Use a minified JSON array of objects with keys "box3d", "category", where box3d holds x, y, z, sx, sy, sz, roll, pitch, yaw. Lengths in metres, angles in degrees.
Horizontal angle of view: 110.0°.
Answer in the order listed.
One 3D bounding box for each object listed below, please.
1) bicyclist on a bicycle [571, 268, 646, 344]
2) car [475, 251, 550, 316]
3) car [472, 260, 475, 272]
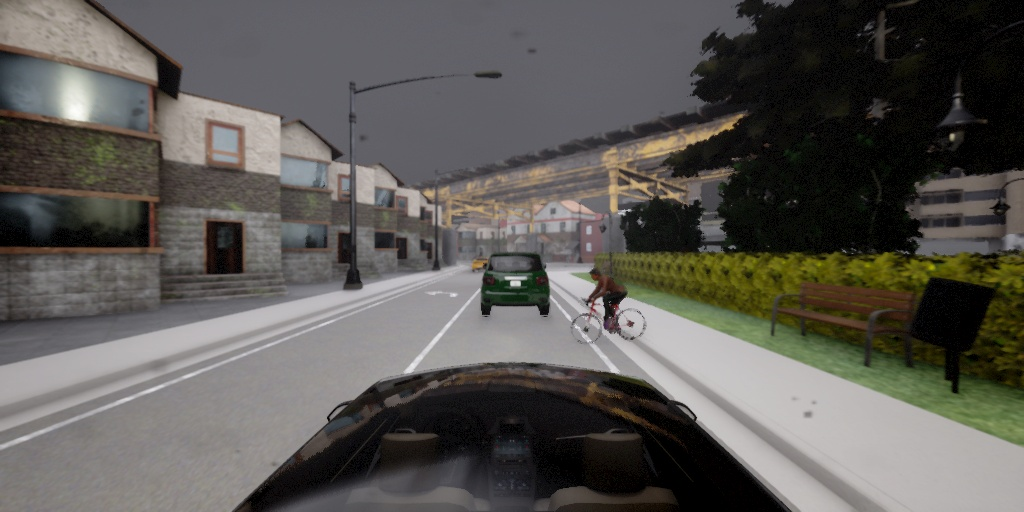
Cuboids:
[{"box3d":[2.039,1.071,7.773,1.656,1.620,0.582,-7,1,0],"category":"bicyclist on a bicycle"},{"box3d":[0.103,0.859,12.925,2.150,2.045,5.566,0,1,0],"category":"car"},{"box3d":[-3.056,0.863,38.291,1.882,1.535,5.008,0,1,4],"category":"car"}]
